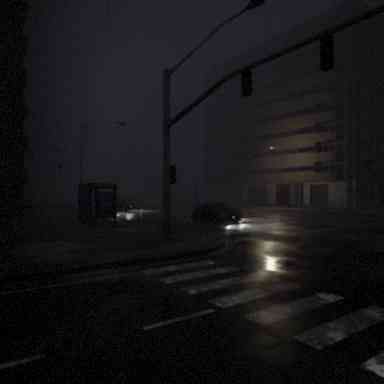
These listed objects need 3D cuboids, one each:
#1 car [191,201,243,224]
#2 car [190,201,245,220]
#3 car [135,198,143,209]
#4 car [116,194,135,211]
[{"bbox_3d":[1.731,1.582,24.780,1.994,1.385,4.181,0,0,-36],"label":"car"},{"bbox_3d":[2.170,1.558,30.111,2.033,1.411,5.357,0,0,-36],"label":"car"},{"bbox_3d":[-8.280,1.503,44.523,2.128,1.511,4.902,0,0,-36],"label":"car"},{"bbox_3d":[-9.326,1.243,39.974,2.150,2.045,5.566,0,0,-36],"label":"car"}]
